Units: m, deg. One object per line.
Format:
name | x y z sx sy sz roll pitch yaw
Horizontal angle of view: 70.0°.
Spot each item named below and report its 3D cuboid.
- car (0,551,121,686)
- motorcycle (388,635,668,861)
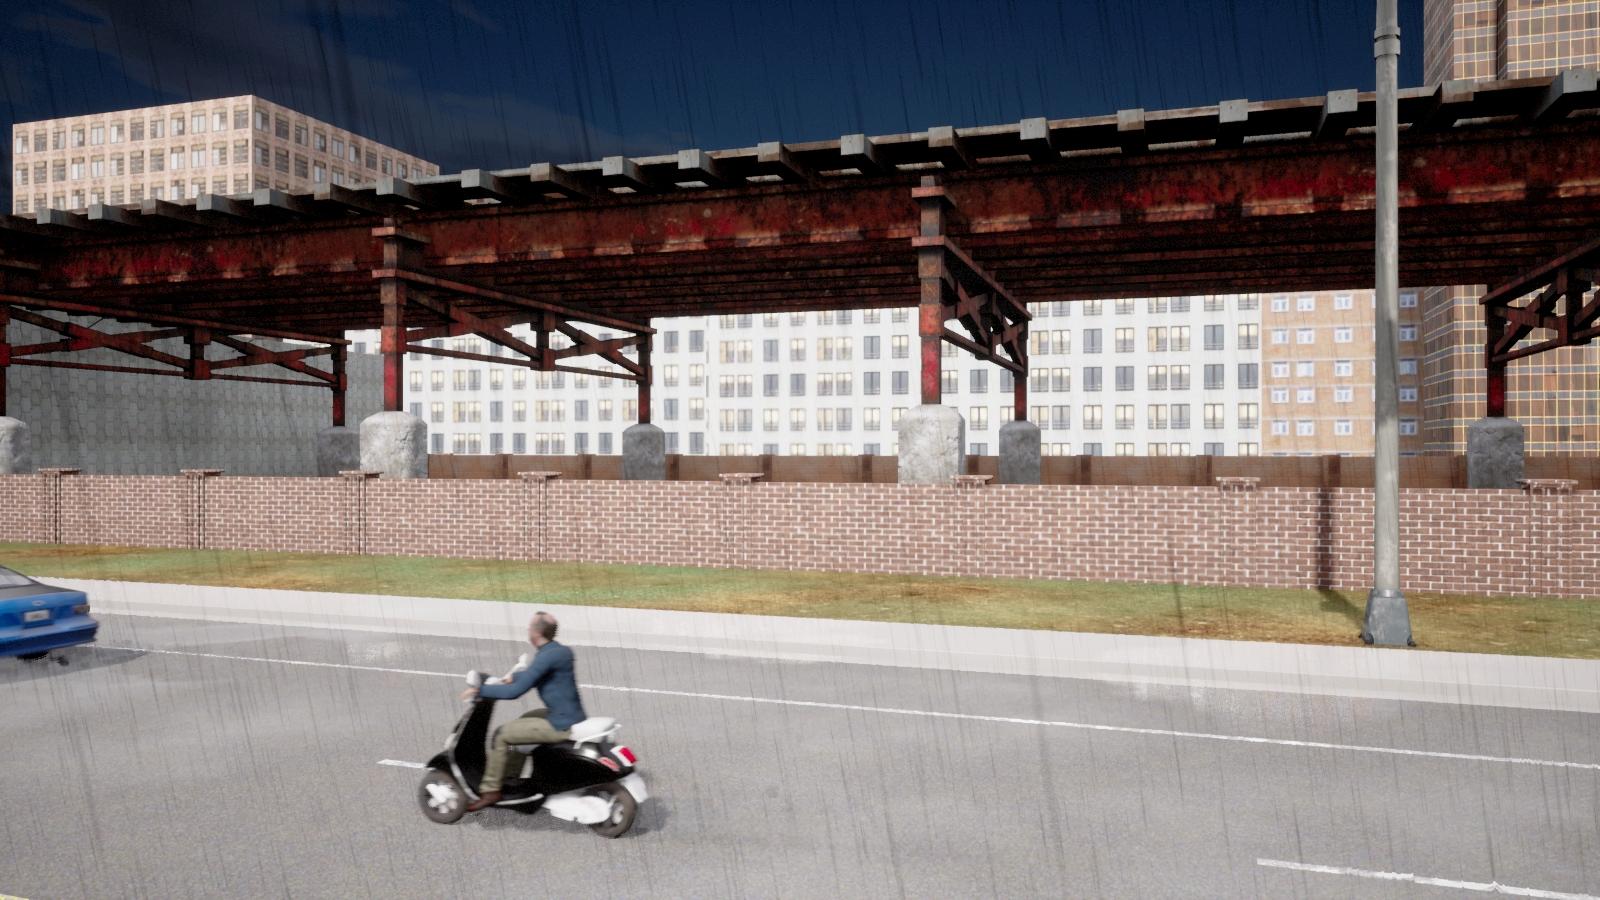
car | -11.835 2.106 15.045 5.357 1.411 2.033 0 0 20
motorcycle | -1.975 2.129 8.401 1.805 1.341 0.856 0 -1 13
